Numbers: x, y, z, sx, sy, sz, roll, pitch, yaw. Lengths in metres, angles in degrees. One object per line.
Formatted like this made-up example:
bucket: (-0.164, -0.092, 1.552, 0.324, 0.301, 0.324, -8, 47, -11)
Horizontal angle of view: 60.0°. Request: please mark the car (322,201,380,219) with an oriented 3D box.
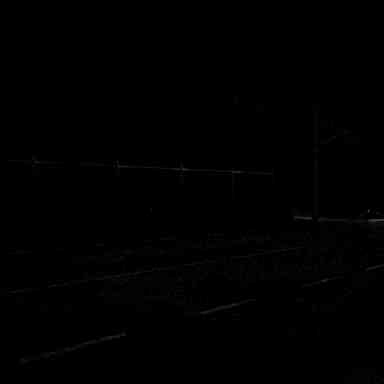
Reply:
car: (14.058, 1.560, 29.663, 1.837, 1.490, 4.892, 0, 0, -36)
